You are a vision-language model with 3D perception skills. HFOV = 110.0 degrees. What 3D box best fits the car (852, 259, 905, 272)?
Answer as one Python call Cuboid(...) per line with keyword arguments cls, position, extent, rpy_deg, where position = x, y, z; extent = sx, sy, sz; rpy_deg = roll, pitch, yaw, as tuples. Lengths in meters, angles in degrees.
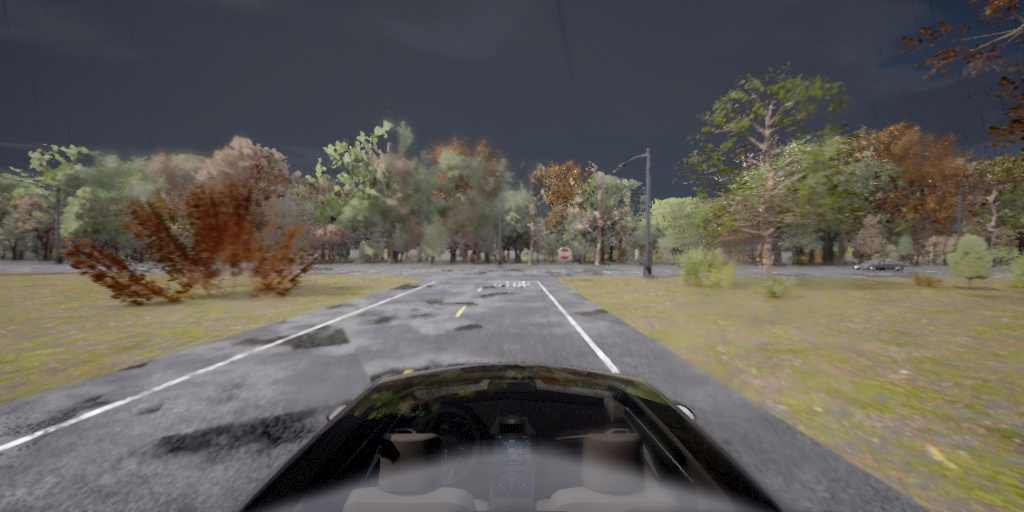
Cuboid(cls="car", position=(41.970, 1.097, 41.171), extent=(4.902, 1.511, 2.128), rpy_deg=(-1, 1, 1))
